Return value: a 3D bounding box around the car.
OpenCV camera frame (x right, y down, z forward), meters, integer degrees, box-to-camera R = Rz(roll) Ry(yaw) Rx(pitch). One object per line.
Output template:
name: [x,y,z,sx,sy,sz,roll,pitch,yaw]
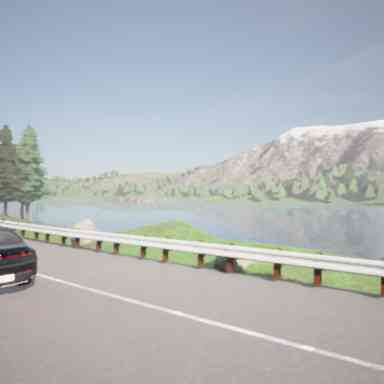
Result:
car: [-5.765,1.563,8.386,4.892,1.490,1.837,0,0,38]
